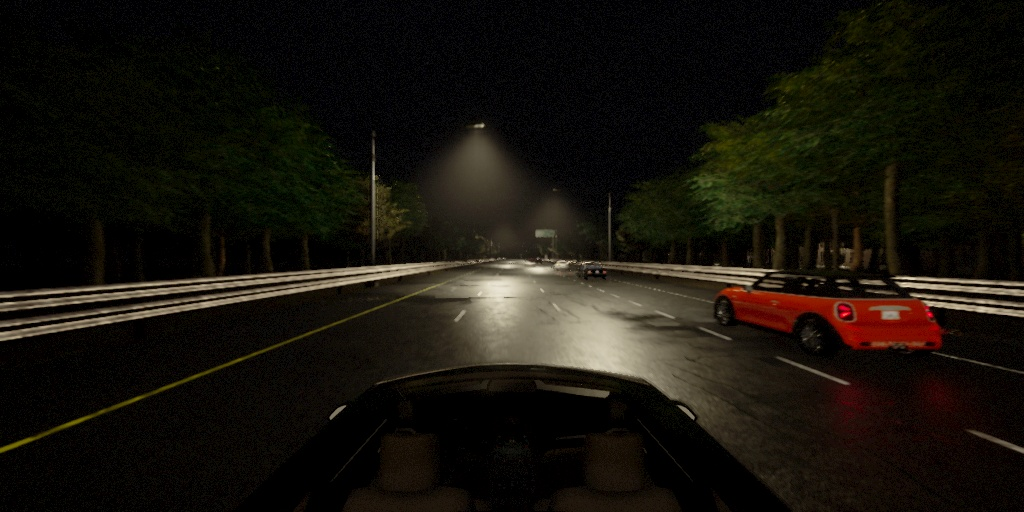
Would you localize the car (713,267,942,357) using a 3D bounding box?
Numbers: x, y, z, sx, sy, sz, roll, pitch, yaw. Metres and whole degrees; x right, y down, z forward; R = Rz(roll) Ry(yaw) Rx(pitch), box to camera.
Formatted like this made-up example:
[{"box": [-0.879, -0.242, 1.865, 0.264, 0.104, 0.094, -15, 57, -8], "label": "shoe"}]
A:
[{"box": [7.003, 1.112, 8.758, 2.097, 1.767, 4.553, 0, 0, 0], "label": "car"}]

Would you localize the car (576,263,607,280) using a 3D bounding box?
[{"box": [7.052, 1.372, 32.172, 2.033, 1.411, 5.357, 0, 0, 0], "label": "car"}]

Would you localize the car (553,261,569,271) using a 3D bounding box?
[{"box": [7.142, 1.420, 52.148, 1.812, 1.442, 4.674, 0, 0, 0], "label": "car"}]
